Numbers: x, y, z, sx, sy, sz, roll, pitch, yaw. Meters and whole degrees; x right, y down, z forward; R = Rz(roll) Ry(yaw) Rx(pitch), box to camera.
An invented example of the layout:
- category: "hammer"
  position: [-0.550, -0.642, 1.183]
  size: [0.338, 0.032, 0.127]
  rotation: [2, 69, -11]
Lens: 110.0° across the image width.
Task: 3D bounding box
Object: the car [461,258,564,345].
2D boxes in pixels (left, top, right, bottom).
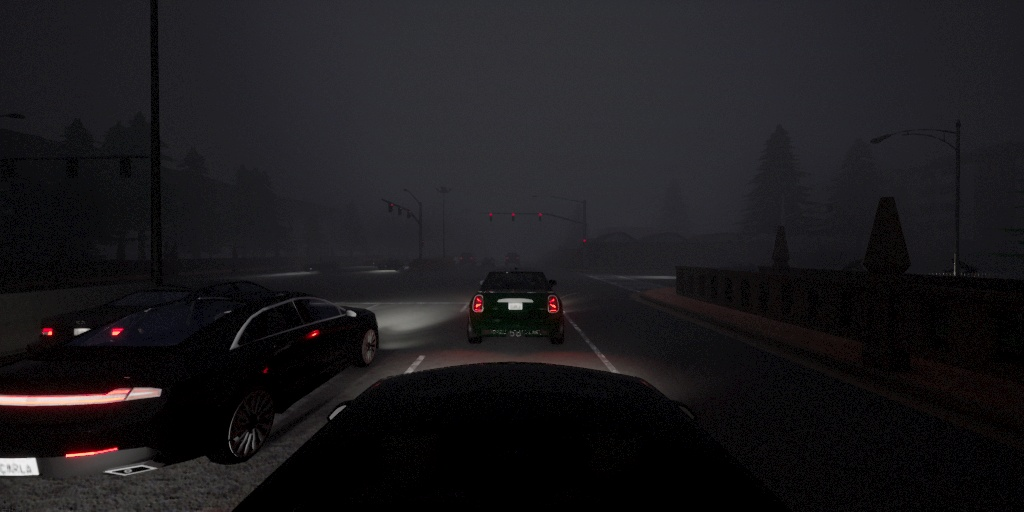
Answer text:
- category: "car"
  position: [0.142, 1.048, 9.570]
  size: [2.097, 1.767, 4.553]
  rotation: [0, 1, 2]

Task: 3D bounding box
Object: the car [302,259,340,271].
- category: "car"
  position: [-21.099, 1.007, 39.773]
  size: [1.895, 1.301, 4.718]
  rotation: [0, 1, 0]

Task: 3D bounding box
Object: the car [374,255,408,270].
- category: "car"
  position: [-14.100, 0.950, 41.887]
  size: [1.994, 1.385, 4.181]
  rotation: [0, 1, 0]

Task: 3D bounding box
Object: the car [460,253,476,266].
- category: "car"
  position: [-6.914, 0.463, 56.843]
  size: [2.150, 2.045, 5.566]
  rotation: [0, 1, 0]

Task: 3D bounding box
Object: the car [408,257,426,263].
- category: "car"
  position: [-14.091, 0.859, 55.134]
  size: [1.895, 1.301, 4.718]
  rotation: [0, 1, 0]

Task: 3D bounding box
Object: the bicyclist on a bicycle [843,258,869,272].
- category: "bicyclist on a bicycle"
  position: [17.868, 0.911, 18.630]
  size: [0.582, 1.620, 1.656]
  rotation: [0, 1, -14]

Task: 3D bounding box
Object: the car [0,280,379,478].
- category: "car"
  position: [-3.437, 1.224, 4.908]
  size: [2.128, 1.511, 4.902]
  rotation: [0, 1, 0]

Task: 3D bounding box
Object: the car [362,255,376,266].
- category: "car"
  position: [-21.088, 0.615, 54.667]
  size: [2.097, 1.767, 4.553]
  rotation: [0, 1, 0]

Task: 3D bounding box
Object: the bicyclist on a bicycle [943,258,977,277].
- category: "bicyclist on a bicycle"
  position: [22.202, 0.919, 17.779]
  size: [0.582, 1.620, 1.656]
  rotation: [0, 0, -35]

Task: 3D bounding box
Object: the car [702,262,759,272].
- category: "car"
  position: [18.066, 1.108, 29.328]
  size: [4.718, 1.301, 1.895]
  rotation: [0, 1, 2]

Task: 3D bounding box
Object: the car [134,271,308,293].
- category: "car"
  position: [-6.921, 1.251, 8.294]
  size: [2.033, 1.411, 5.357]
  rotation: [0, 1, 0]

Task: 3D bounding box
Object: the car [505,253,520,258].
- category: "car"
  position: [0.098, 0.463, 56.817]
  size: [2.150, 2.045, 5.566]
  rotation: [0, 1, 0]
